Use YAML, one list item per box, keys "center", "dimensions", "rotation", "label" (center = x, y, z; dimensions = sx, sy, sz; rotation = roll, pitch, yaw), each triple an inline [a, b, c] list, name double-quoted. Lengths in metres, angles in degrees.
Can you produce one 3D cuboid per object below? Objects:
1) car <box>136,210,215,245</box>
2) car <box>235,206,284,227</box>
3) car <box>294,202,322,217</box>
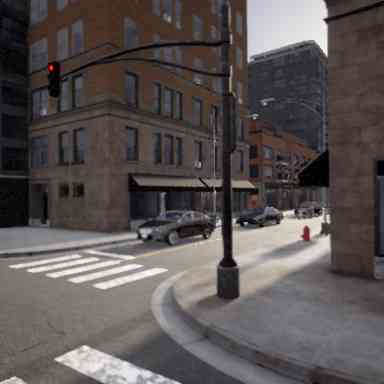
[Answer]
- center: [-0.691, 1.688, 16.764]
  dimensions: [2.128, 1.511, 4.902]
  rotation: [-1, -1, 36]
  label: "car"
- center: [5.232, 1.786, 25.071]
  dimensions: [2.033, 1.411, 5.357]
  rotation: [-1, -1, 35]
  label: "car"
- center: [12.198, 1.777, 34.829]
  dimensions: [2.128, 1.511, 4.902]
  rotation: [-1, -1, 36]
  label: "car"
